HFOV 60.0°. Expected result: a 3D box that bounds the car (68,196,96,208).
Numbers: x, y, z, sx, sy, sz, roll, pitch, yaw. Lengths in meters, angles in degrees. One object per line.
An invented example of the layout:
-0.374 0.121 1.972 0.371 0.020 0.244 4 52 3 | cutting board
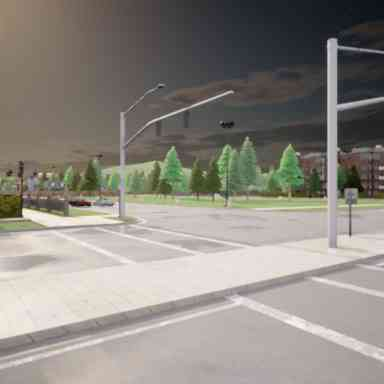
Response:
-16.162 1.597 48.469 1.895 1.301 4.718 0 0 -36 | car

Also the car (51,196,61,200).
-25.705 1.502 61.712 1.837 1.490 4.892 0 0 -36 | car

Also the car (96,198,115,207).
-13.473 1.597 50.715 1.895 1.301 4.718 0 0 -36 | car

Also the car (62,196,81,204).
-23.369 1.543 64.474 2.033 1.411 5.357 0 0 -36 | car
